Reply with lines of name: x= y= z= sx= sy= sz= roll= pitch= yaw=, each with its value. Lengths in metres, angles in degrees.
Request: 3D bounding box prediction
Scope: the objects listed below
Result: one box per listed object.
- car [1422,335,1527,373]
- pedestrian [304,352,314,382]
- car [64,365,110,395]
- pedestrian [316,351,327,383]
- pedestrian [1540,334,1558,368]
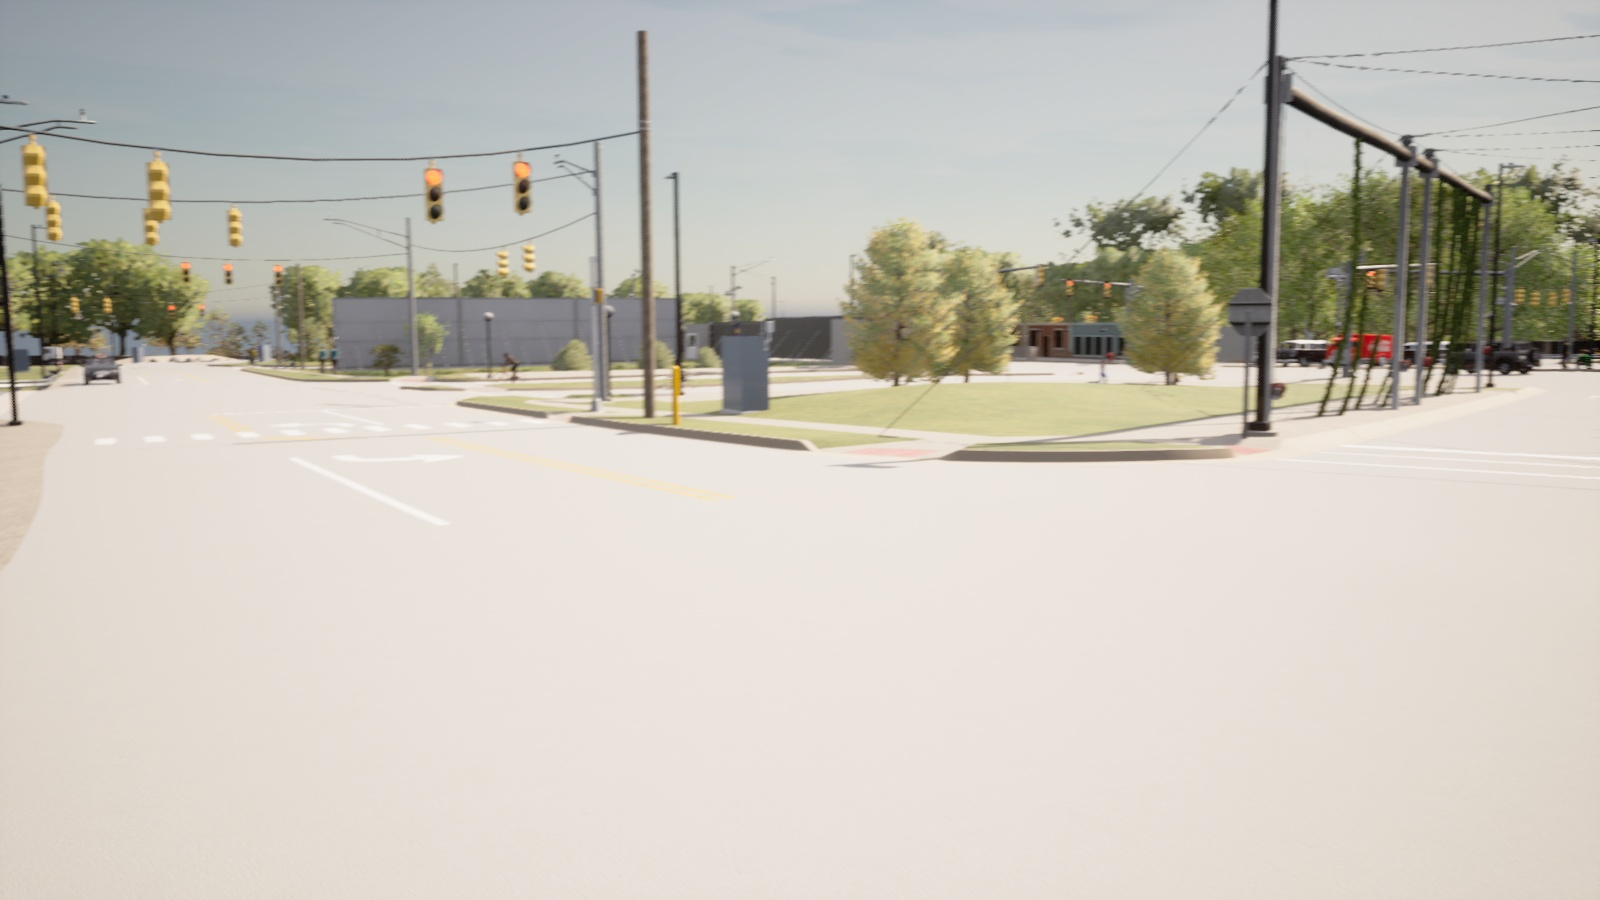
car: x=35.916 y=-5.093 z=66.971 sx=1.932 sy=1.855 sz=4.605 roll=-4 pitch=5 yaw=-30
pedestrian: x=-32.769 y=-5.543 z=83.781 sx=0.396 sy=1.930 sz=0.692 roll=-4 pitch=7 yaw=-29
car: x=-40.260 y=-3.989 z=70.937 sx=2.128 sy=1.511 sz=4.902 roll=-4 pitch=6 yaw=-29
pedestrian: x=-29.228 y=-5.063 z=76.673 sx=0.396 sy=1.930 sz=0.692 roll=-4 pitch=7 yaw=-30
pedestrian: x=43.250 y=-5.727 z=72.533 sx=0.395 sy=1.930 sz=0.692 roll=-5 pitch=7 yaw=-37
